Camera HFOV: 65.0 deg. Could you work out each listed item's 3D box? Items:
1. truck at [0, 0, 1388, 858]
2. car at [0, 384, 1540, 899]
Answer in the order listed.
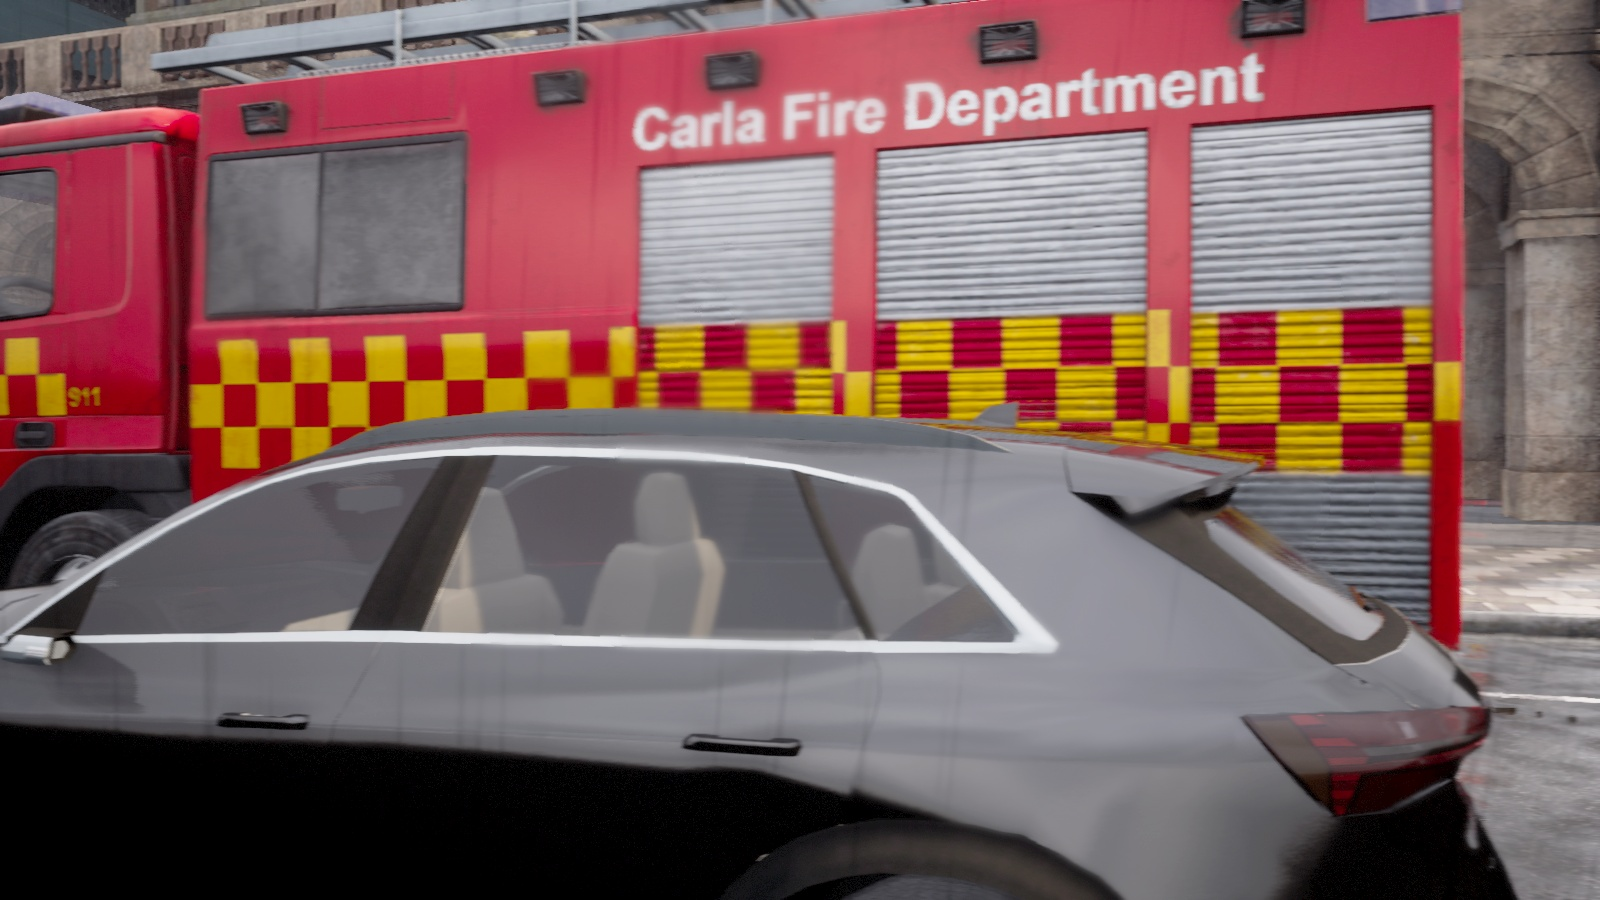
[{"bbox_3d":[-1.403,-0.462,7.339,8.468,3.827,2.891,1,1,19],"label":"truck"},{"bbox_3d":[-0.944,0.697,3.508,4.856,1.649,2.033,1,1,19],"label":"car"}]
